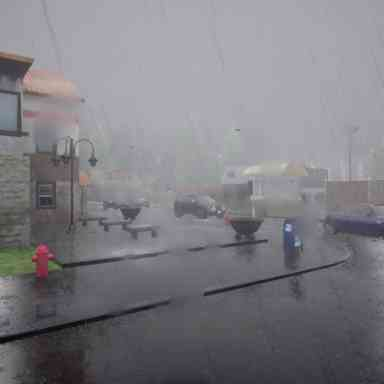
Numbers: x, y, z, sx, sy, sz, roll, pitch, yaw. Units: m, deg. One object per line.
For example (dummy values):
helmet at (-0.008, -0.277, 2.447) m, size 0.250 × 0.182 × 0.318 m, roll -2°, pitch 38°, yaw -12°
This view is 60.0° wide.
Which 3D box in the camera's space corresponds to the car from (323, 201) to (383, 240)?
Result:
car at (8.738, 1.352, 16.093) m, size 2.097 × 1.767 × 4.553 m, roll 0°, pitch 0°, yaw -29°

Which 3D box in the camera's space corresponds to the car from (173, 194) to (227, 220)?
car at (0.542, 1.222, 28.173) m, size 2.150 × 2.045 × 5.566 m, roll 0°, pitch 0°, yaw -35°

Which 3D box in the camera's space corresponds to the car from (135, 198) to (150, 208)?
car at (-7.683, 1.526, 46.783) m, size 1.812 × 1.442 × 4.674 m, roll 0°, pitch 0°, yaw -39°

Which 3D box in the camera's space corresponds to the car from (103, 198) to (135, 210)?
car at (-9.801, 1.557, 42.864) m, size 2.033 × 1.411 × 5.357 m, roll 0°, pitch 0°, yaw -35°
